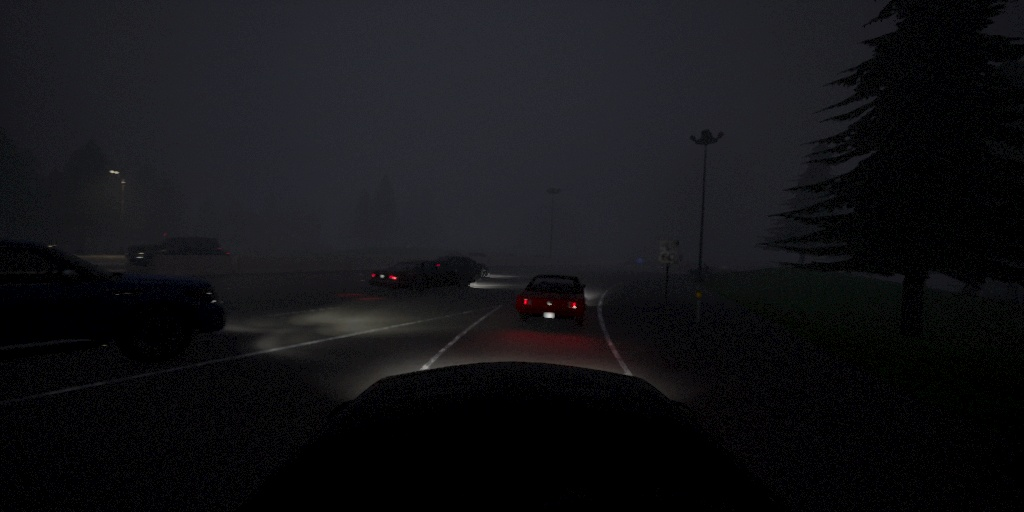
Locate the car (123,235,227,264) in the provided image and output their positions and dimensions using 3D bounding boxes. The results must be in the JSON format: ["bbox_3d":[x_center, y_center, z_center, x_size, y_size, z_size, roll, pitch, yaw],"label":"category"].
[{"bbox_3d":[-26.222,-0.522,28.137,2.150,2.045,5.566,3,2,33],"label":"car"}]

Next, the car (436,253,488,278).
[{"bbox_3d":[-3.563,0.724,24.162,1.837,1.490,4.892,3,2,33],"label":"car"}]

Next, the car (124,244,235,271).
[{"bbox_3d":[-21.188,0.042,23.083,2.128,1.511,4.902,3,2,33],"label":"car"}]

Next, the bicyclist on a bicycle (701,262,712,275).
[{"bbox_3d":[24.466,1.591,45.568,1.656,1.620,0.582,7,3,33],"label":"bicyclist on a bicycle"}]

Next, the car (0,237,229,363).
[{"bbox_3d":[-7.685,0.695,5.129,2.150,2.045,5.566,3,2,37],"label":"car"}]

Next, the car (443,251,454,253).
[{"bbox_3d":[-9.394,-0.026,54.111,1.837,1.490,4.892,3,1,33],"label":"car"}]

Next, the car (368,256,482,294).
[{"bbox_3d":[-4.038,0.902,17.008,2.033,1.411,5.357,3,1,33],"label":"car"}]

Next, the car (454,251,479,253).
[{"bbox_3d":[-5.073,0.245,47.934,1.837,1.490,4.892,3,0,33],"label":"car"}]

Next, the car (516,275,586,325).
[{"bbox_3d":[1.464,1.275,11.822,1.895,1.301,4.718,2,1,12],"label":"car"}]

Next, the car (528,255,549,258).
[{"bbox_3d":[4.022,0.486,61.919,1.882,1.535,5.008,3,1,33],"label":"car"}]
